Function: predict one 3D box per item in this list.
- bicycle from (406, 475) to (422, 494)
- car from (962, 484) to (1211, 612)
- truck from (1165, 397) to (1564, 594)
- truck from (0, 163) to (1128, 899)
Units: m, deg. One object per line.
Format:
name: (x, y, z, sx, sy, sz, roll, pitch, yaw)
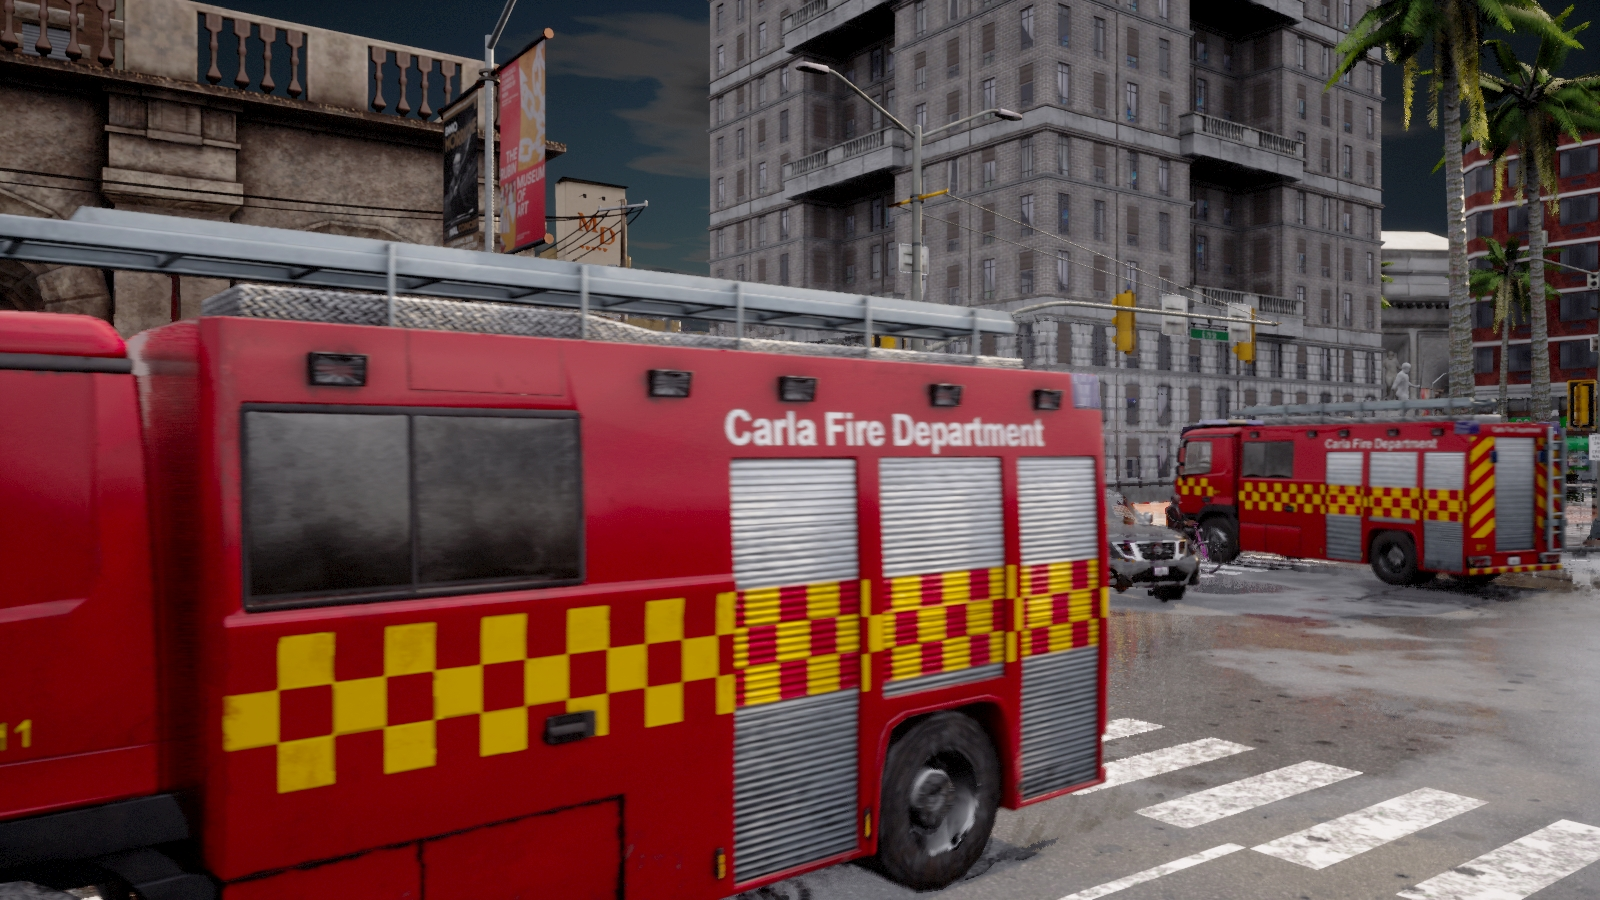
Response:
bicycle: (-24.770, 2.202, 73.277, 0.329, 1.171, 1.835, 0, 0, -40)
car: (5.428, 1.775, 22.631, 2.150, 2.045, 5.566, 0, 0, -18)
truck: (12.555, 0.881, 26.586, 2.891, 3.827, 8.468, 0, 0, -23)
truck: (-1.814, 0.889, 6.766, 8.468, 3.827, 2.891, 0, 0, -39)
